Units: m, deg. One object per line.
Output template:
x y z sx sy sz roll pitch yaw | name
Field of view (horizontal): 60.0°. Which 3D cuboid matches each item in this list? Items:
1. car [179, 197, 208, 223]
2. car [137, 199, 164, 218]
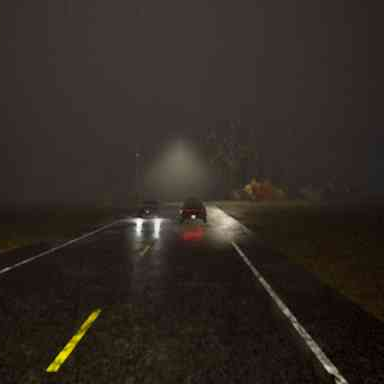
0.098 1.377 24.571 1.837 1.490 4.892 0 0 0 | car
-3.502 1.357 28.706 1.837 1.490 4.892 0 0 0 | car
